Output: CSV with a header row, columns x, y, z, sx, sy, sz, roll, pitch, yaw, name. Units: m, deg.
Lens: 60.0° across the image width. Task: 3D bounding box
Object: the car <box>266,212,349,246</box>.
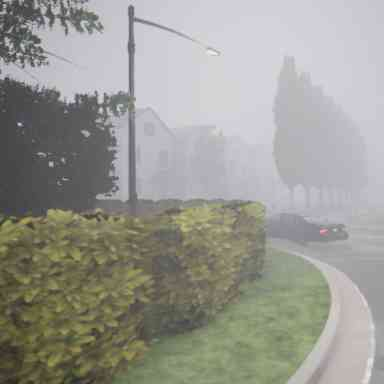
x,y,z,sx,sy,sz,roll,pitch,yaw,name
4.817,1.695,16.303,2.033,1.411,5.357,0,-1,-30,car
